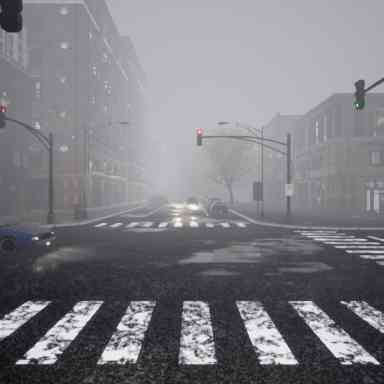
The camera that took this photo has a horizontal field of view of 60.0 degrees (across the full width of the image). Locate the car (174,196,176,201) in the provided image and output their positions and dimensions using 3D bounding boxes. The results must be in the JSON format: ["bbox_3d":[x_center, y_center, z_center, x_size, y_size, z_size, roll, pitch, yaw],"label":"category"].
[{"bbox_3d":[-5.597,1.687,90.434,1.752,1.417,4.829,0,0,0],"label":"car"}]

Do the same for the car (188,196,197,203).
[{"bbox_3d":[0.075,1.541,70.818,1.812,1.442,4.674,0,0,0],"label":"car"}]

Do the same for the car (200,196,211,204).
[{"bbox_3d":[2.760,1.537,67.806,1.967,1.590,4.097,0,0,0],"label":"car"}]

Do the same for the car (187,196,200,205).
[{"bbox_3d":[0.065,1.556,60.401,1.882,1.535,5.008,0,0,0],"label":"car"}]

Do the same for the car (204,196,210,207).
[{"bbox_3d":[2.731,1.479,39.323,1.967,1.590,4.097,0,0,0],"label":"car"}]

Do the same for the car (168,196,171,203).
[{"bbox_3d":[-5.626,1.398,62.120,2.192,1.841,5.009,0,0,0],"label":"car"}]

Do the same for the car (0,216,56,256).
[{"bbox_3d":[-8.094,1.542,12.572,5.357,1.411,2.033,0,0,0],"label":"car"}]

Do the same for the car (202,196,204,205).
[{"bbox_3d":[2.737,1.488,45.019,1.967,1.590,4.097,0,0,0],"label":"car"}]

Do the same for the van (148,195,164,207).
[{"bbox_3d":[-5.638,1.399,50.726,1.690,1.788,3.998,0,0,0],"label":"van"}]

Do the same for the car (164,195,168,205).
[{"bbox_3d":[-5.632,1.652,56.423,1.802,1.307,4.206,0,0,0],"label":"car"}]

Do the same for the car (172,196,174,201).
[{"bbox_3d":[-5.614,1.663,73.513,2.008,1.369,4.403,0,0,0],"label":"car"}]

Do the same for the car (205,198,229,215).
[{"bbox_3d":[2.725,1.580,33.625,2.008,1.369,4.403,0,0,0],"label":"car"}]

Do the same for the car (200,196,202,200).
[{"bbox_3d":[2.755,1.634,62.109,2.008,1.369,4.403,0,0,0],"label":"car"}]
